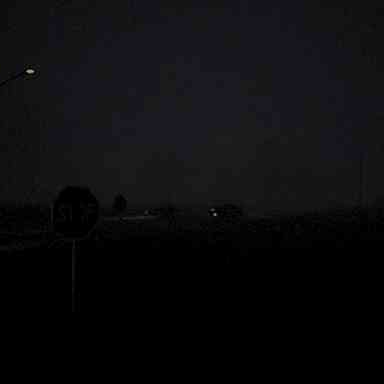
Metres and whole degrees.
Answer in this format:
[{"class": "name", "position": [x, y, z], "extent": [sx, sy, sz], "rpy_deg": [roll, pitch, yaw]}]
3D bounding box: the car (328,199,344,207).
[{"class": "car", "position": [32.073, 2.544, 73.289], "extent": [1.994, 1.385, 4.181], "rpy_deg": [1, 0, 36]}]

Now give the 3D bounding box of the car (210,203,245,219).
[{"class": "car", "position": [3.645, 1.931, 33.845], "extent": [1.837, 1.490, 4.892], "rpy_deg": [1, 0, 36]}]

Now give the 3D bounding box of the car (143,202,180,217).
[{"class": "car", "position": [-3.268, 1.864, 36.236], "extent": [2.128, 1.511, 4.902], "rpy_deg": [1, 1, 36]}]
